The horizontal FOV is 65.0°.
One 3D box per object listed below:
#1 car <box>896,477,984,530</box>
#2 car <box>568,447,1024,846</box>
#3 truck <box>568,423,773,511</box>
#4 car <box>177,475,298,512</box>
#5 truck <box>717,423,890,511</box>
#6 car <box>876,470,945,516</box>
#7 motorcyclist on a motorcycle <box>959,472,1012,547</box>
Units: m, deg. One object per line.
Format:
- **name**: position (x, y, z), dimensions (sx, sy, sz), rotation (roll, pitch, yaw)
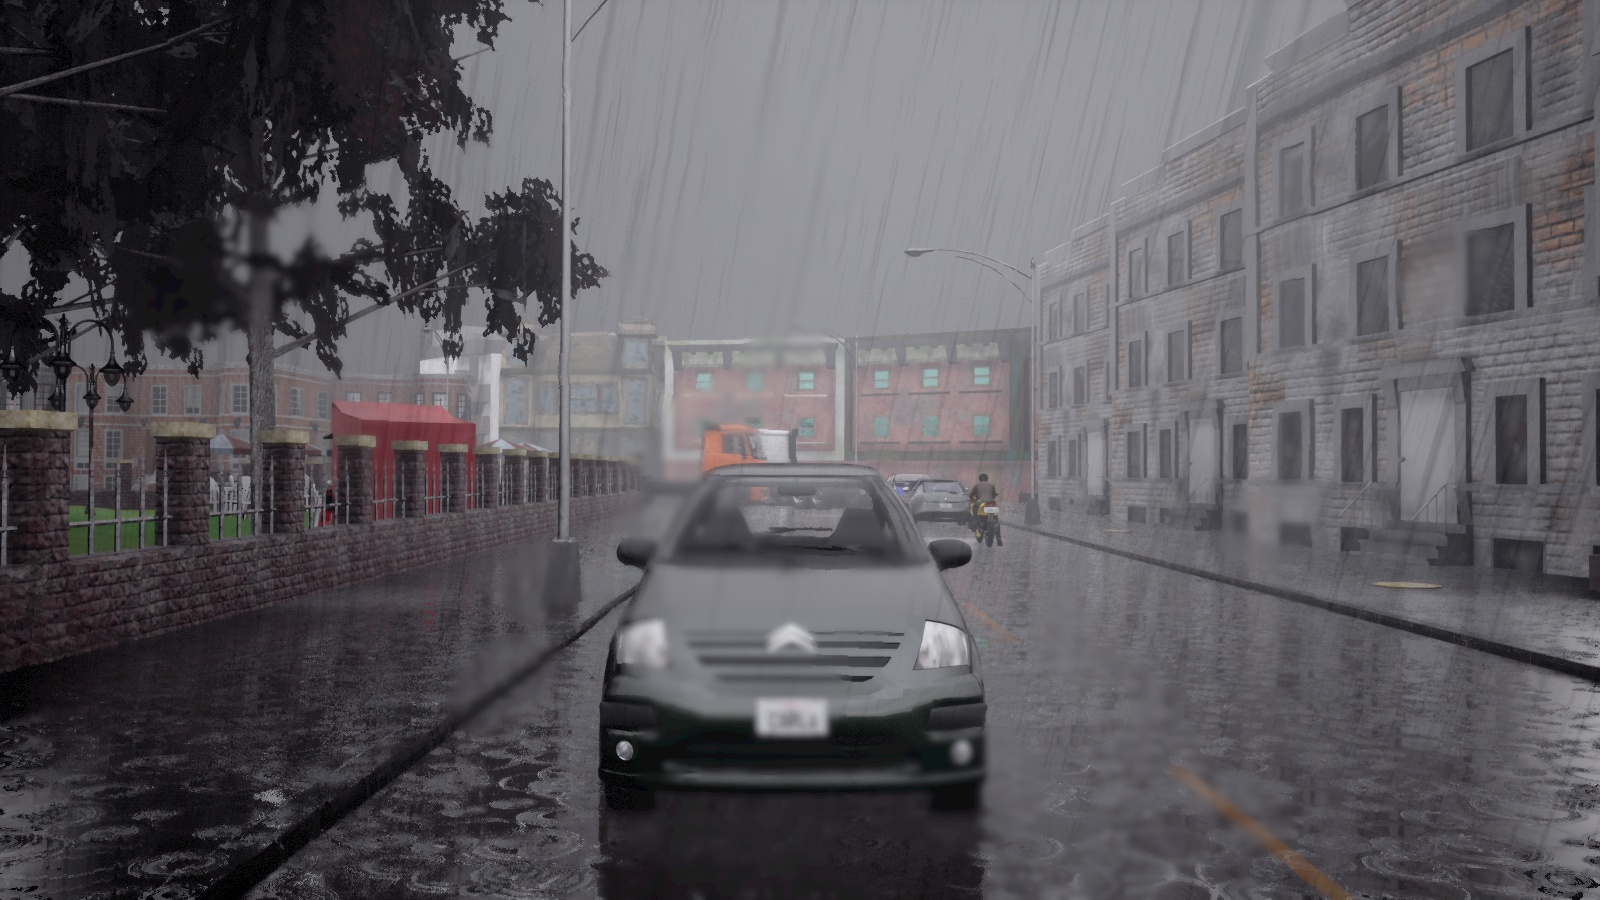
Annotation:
- **car**: position (3.885, 1.458, 35.530), dimensions (1.994, 1.385, 4.181), rotation (0, -1, -1)
- **car**: position (-0.023, 0.832, 7.114), dimensions (1.851, 1.617, 3.988), rotation (0, -1, 0)
- **truck**: position (-5.253, 0.720, 51.681), dimensions (7.936, 3.462, 2.891), rotation (0, -1, 8)
- **car**: position (-23.299, 1.794, 52.081), dimensions (4.193, 1.474, 1.816), rotation (0, -1, 0)
- **truck**: position (-0.007, 0.731, 53.561), dimensions (2.891, 3.462, 7.936), rotation (1, -1, -40)
- **car**: position (3.843, 1.489, 44.325), dimensions (2.007, 1.525, 4.514), rotation (0, -1, -1)
- **motorcyclist on a motorcycle**: position (3.910, 1.227, 26.584), dimensions (0.797, 1.523, 2.044), rotation (0, -1, 0)
